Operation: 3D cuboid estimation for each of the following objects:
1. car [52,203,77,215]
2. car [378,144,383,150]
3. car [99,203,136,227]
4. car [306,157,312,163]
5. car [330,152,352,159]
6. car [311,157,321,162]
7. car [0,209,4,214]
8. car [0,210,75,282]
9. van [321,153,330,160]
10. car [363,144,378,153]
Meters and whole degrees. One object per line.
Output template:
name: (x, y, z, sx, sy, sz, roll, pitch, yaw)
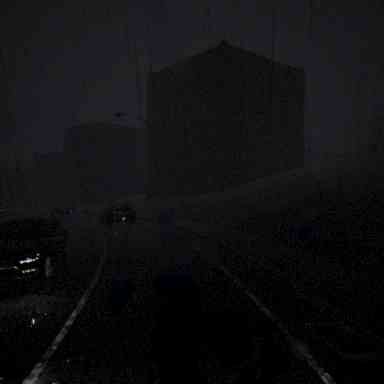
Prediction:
car: (-14.958, 2.018, 38.861, 1.812, 1.442, 4.674, -2, 0, -40)
car: (24.674, -5.495, 39.410, 2.185, 1.767, 4.553, 0, 2, 3)
car: (-5.366, 1.556, 23.597, 2.128, 1.511, 4.902, -1, 0, -24)
car: (26.501, -6.650, 72.405, 2.435, 2.045, 5.566, 0, 2, 3)
car: (25.587, -5.905, 55.917, 2.231, 1.521, 4.892, 0, 2, 3)
car: (26.199, -6.201, 66.936, 2.002, 1.452, 4.674, 0, 2, 3)
car: (-27.800, 2.599, 45.774, 4.553, 1.767, 2.097, -4, 0, 36)
car: (-4.816, 1.508, 9.694, 1.837, 1.490, 4.892, 0, 0, -12)
van: (25.886, -6.298, 61.297, 1.878, 1.987, 4.442, 0, 2, 3)
car: (24.979, -5.678, 44.919, 2.185, 1.767, 4.553, 0, 2, 3)
